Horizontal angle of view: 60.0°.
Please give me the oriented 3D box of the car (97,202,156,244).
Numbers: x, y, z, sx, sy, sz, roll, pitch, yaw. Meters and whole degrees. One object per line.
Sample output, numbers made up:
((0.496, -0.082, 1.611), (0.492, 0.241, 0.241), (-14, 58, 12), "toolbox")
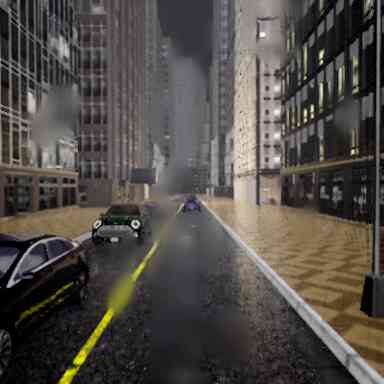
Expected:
((-3.093, 1.307, 15.529), (2.097, 1.767, 4.553), (0, 0, 0), "car")

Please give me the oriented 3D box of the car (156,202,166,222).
((-3.090, 1.468, 26.164), (2.033, 1.411, 5.357), (0, 0, 0), "car")

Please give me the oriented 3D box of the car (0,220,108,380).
((-3.118, 1.482, 5.301), (2.128, 1.511, 4.902), (0, 0, 1), "car")

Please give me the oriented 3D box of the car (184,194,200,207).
((0.022, 1.204, 48.015), (2.097, 1.767, 4.553), (0, 0, 0), "car")

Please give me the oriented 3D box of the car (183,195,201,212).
((0.004, 1.410, 36.199), (1.812, 1.442, 4.674), (0, 0, 0), "car")
